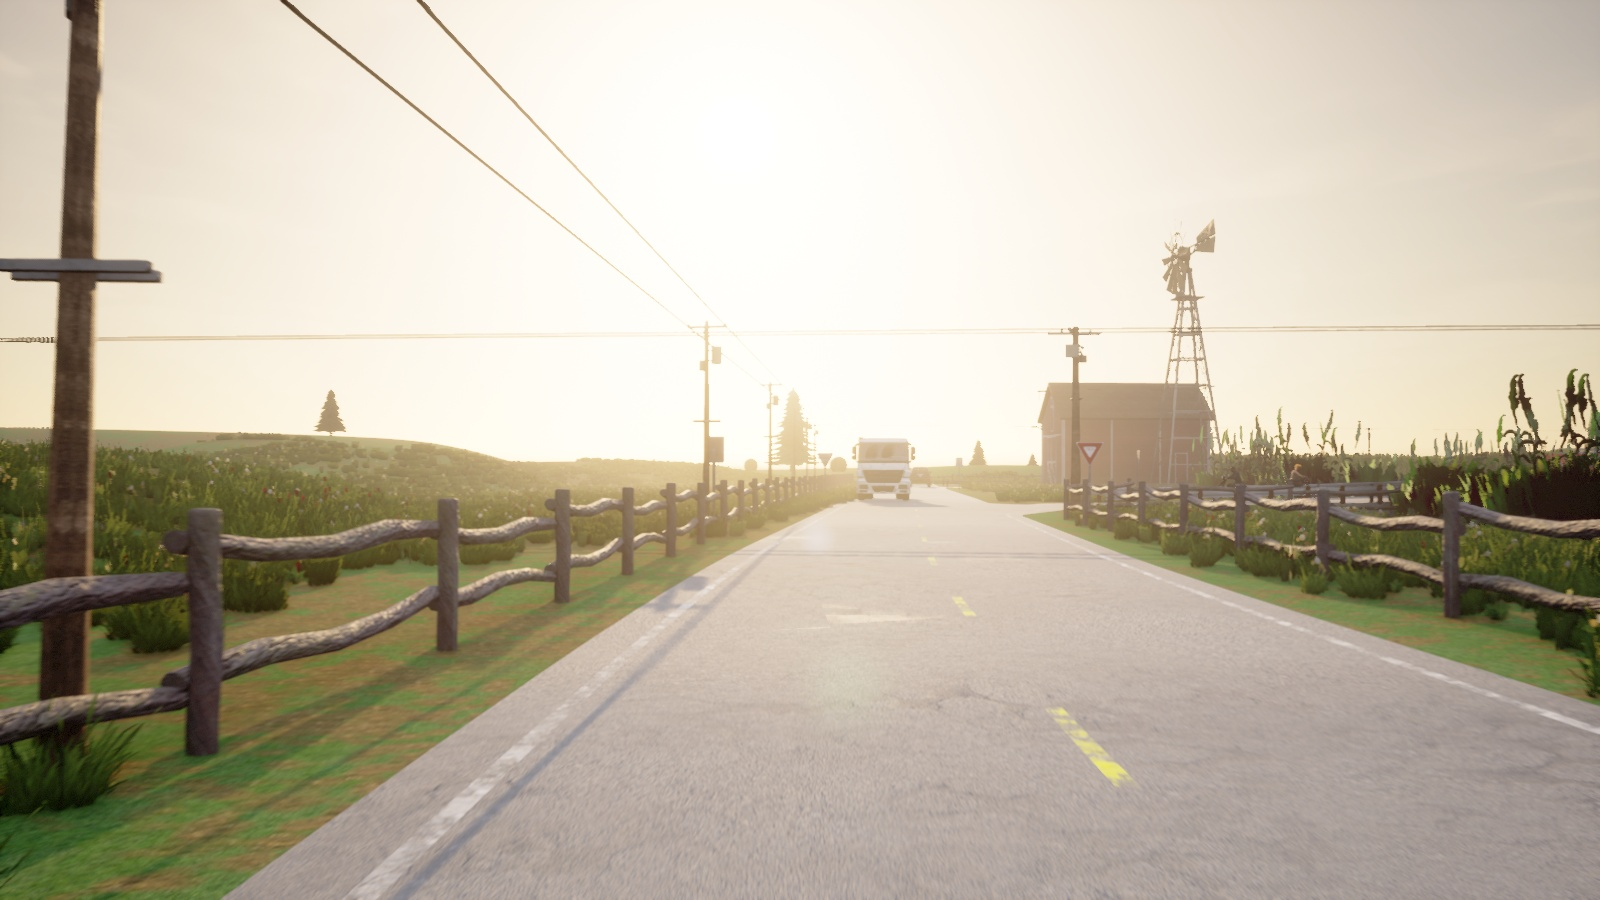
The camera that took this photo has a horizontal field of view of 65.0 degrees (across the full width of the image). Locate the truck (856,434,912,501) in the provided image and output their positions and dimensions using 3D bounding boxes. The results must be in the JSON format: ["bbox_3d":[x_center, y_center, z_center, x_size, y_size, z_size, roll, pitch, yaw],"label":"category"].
[{"bbox_3d":[4.702,0.981,69.714,2.891,3.462,7.936,0,-1,5],"label":"truck"}]
